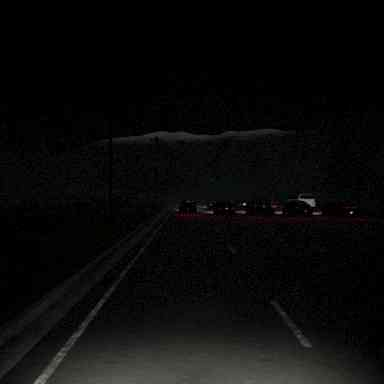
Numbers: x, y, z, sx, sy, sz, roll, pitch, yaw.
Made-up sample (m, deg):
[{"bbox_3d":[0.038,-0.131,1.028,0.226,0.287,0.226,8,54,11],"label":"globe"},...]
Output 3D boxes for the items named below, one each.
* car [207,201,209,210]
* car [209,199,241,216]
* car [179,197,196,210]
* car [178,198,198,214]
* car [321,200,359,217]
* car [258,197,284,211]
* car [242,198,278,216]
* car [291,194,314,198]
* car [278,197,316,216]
[{"bbox_3d":[2.933,1.601,43.453,1.895,1.301,4.718,0,0,-1],"label":"car"},{"bbox_3d":[3.107,1.547,32.746,2.033,1.411,5.357,0,0,-1],"label":"car"},{"bbox_3d":[-0.589,1.492,44.969,2.128,1.511,4.902,0,0,-1],"label":"car"},{"bbox_3d":[-0.438,1.492,35.556,2.128,1.511,4.902,0,0,-1],"label":"car"},{"bbox_3d":[13.634,1.505,30.939,1.837,1.490,4.892,0,0,-1],"label":"car"},{"bbox_3d":[9.953,1.492,42.377,2.128,1.511,4.902,0,0,-1],"label":"car"},{"bbox_3d":[6.603,1.352,32.753,2.097,1.767,4.553,0,0,-1],"label":"car"},{"bbox_3d":[13.473,1.221,41.404,2.150,2.045,5.566,0,0,-1],"label":"car"},{"bbox_3d":[10.114,1.526,32.033,1.812,1.442,4.674,0,0,-1],"label":"car"}]
